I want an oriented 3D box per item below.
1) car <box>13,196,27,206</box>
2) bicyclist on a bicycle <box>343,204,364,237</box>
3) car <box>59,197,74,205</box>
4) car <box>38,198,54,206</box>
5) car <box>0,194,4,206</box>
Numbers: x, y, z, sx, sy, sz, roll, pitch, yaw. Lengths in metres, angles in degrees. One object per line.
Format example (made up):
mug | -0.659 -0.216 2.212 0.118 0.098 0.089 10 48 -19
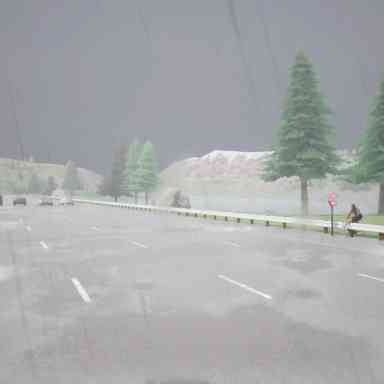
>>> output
car | -29.313 1.492 56.578 2.128 1.511 4.902 0 0 -31
bicyclist on a bicycle | 8.107 1.435 16.590 1.656 1.620 0.582 5 -2 -30
car | -21.620 1.526 57.325 1.812 1.442 4.674 0 0 -30
car | -23.995 1.601 54.471 1.895 1.301 4.718 0 0 -31
car | -31.963 1.221 54.187 2.150 2.045 5.566 0 0 -31
